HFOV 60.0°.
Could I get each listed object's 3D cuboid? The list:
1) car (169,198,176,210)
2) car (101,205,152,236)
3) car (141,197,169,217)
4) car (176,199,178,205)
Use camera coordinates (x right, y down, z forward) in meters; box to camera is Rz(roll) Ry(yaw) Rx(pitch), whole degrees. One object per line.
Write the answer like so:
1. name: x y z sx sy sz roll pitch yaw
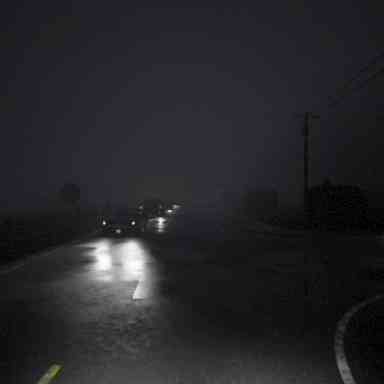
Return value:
1. car: -3.594 1.500 44.209 1.882 1.535 5.008 0 0 0
2. car: -3.602 1.611 18.540 1.895 1.301 4.718 0 0 0
3. car: -3.600 1.367 30.971 2.097 1.767 4.553 0 0 0
4. car: -3.531 1.631 58.324 1.895 1.301 4.718 0 0 1
